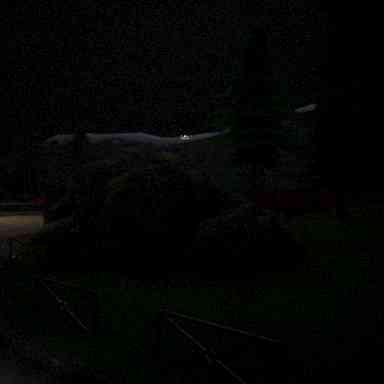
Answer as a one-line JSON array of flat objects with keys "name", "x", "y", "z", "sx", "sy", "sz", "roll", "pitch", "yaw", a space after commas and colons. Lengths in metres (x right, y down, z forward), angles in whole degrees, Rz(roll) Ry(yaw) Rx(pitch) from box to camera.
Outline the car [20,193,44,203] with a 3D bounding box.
[{"name": "car", "x": -17.769, "y": 1.226, "z": 41.352, "sx": 2.150, "sy": 2.045, "sz": 5.566, "roll": 0, "pitch": 0, "yaw": 35}]

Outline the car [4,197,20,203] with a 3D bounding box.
[{"name": "car", "x": -20.747, "y": 1.209, "z": 43.196, "sx": 2.150, "sy": 2.045, "sz": 5.566, "roll": 0, "pitch": 0, "yaw": 35}]

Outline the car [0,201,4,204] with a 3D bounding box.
[{"name": "car", "x": -23.716, "y": 1.474, "z": 45.051, "sx": 1.837, "sy": 1.490, "sz": 4.892, "roll": 0, "pitch": 0, "yaw": 35}]

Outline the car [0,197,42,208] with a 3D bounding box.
[{"name": "car", "x": -25.246, "y": 1.500, "z": 48.951, "sx": 2.033, "sy": 1.411, "sz": 5.357, "roll": 0, "pitch": 0, "yaw": 35}]
